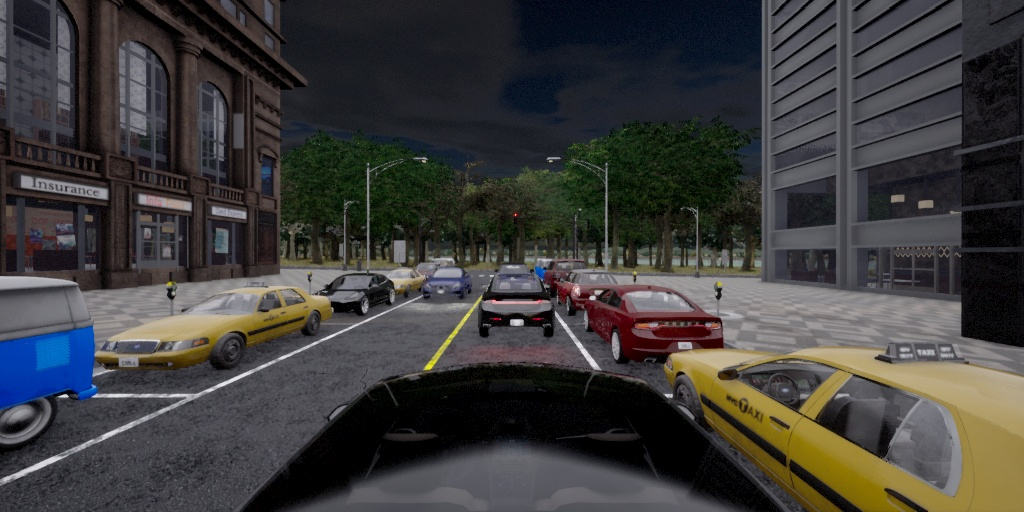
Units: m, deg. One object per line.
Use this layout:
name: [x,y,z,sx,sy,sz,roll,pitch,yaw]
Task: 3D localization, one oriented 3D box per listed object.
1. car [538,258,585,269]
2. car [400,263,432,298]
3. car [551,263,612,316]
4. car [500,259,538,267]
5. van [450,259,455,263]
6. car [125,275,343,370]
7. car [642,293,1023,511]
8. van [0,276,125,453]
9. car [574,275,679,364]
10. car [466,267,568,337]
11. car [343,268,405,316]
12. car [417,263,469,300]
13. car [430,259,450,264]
car: [2.783,1.066,18.831,2.192,1.841,5.009,0,0,0]
car: [-5.743,1.277,18.671,1.751,1.417,4.829,0,0,0]
car: [2.776,1.190,13.393,1.967,1.591,4.097,0,0,0]
car: [0.122,1.104,19.234,2.097,1.767,4.553,0,0,1]
van: [-5.729,1.095,29.716,1.690,1.789,3.998,0,0,0]
car: [-5.756,1.275,7.796,1.751,1.417,4.829,0,0,0]
car: [2.763,1.275,2.688,1.751,1.417,4.829,0,0,0]
van: [-5.762,1.091,2.529,1.690,1.789,3.998,0,0,0]
car: [2.769,1.295,7.956,1.888,1.381,4.507,0,0,0]
car: [0.111,1.242,10.269,2.128,1.511,4.902,0,0,0]
car: [-5.749,1.316,13.403,1.948,1.339,4.313,0,0,0]
car: [-3.056,1.277,17.810,1.812,1.442,4.674,0,0,0]
car: [-5.736,1.192,24.278,1.967,1.591,4.097,0,0,0]
